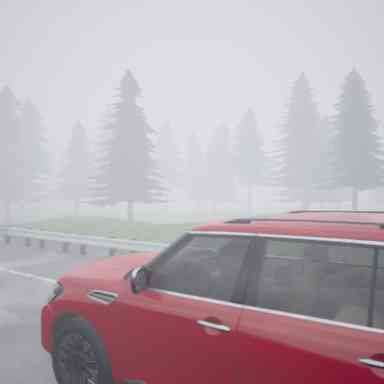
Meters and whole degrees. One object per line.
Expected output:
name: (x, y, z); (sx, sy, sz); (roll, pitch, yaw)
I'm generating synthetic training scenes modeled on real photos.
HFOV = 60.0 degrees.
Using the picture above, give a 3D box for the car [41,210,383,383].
car: (0.842, 1.213, 3.303); (5.566, 2.045, 2.150); (0, 0, 35)
